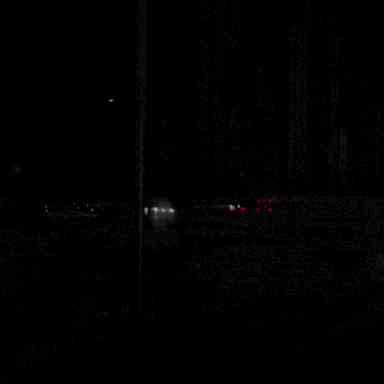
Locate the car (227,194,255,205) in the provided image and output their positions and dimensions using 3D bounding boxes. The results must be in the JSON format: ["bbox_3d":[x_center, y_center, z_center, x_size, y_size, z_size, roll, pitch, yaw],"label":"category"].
[{"bbox_3d":[7.573,1.162,51.035,2.128,1.511,4.902,1,1,36],"label":"car"}]

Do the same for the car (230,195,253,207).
[{"bbox_3d":[7.402,1.248,45.131,1.812,1.442,4.674,1,1,36],"label":"car"}]

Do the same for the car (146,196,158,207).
[{"bbox_3d":[-3.598,1.110,41.184,1.812,1.442,4.674,1,1,36],"label":"car"}]

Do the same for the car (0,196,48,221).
[{"bbox_3d":[-12.400,1.180,23.329,1.994,1.385,4.181,1,1,36],"label":"car"}]

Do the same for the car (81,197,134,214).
[{"bbox_3d":[-7.312,1.229,30.433,1.895,1.301,4.718,1,1,36],"label":"car"}]

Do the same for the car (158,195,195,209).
[{"bbox_3d":[-1.469,1.207,38.566,1.994,1.385,4.181,1,1,36],"label":"car"}]

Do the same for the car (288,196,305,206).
[{"bbox_3d":[16.018,1.362,51.658,1.994,1.385,4.181,1,1,36],"label":"car"}]

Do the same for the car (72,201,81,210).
[{"bbox_3d":[-9.399,1.170,33.097,1.895,1.301,4.718,1,1,36],"label":"car"}]

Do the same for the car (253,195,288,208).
[{"bbox_3d":[10.354,1.135,43.659,2.097,1.767,4.553,1,1,36],"label":"car"}]

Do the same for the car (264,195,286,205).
[{"bbox_3d":[13.378,1.263,53.552,1.812,1.442,4.674,1,1,36],"label":"car"}]
